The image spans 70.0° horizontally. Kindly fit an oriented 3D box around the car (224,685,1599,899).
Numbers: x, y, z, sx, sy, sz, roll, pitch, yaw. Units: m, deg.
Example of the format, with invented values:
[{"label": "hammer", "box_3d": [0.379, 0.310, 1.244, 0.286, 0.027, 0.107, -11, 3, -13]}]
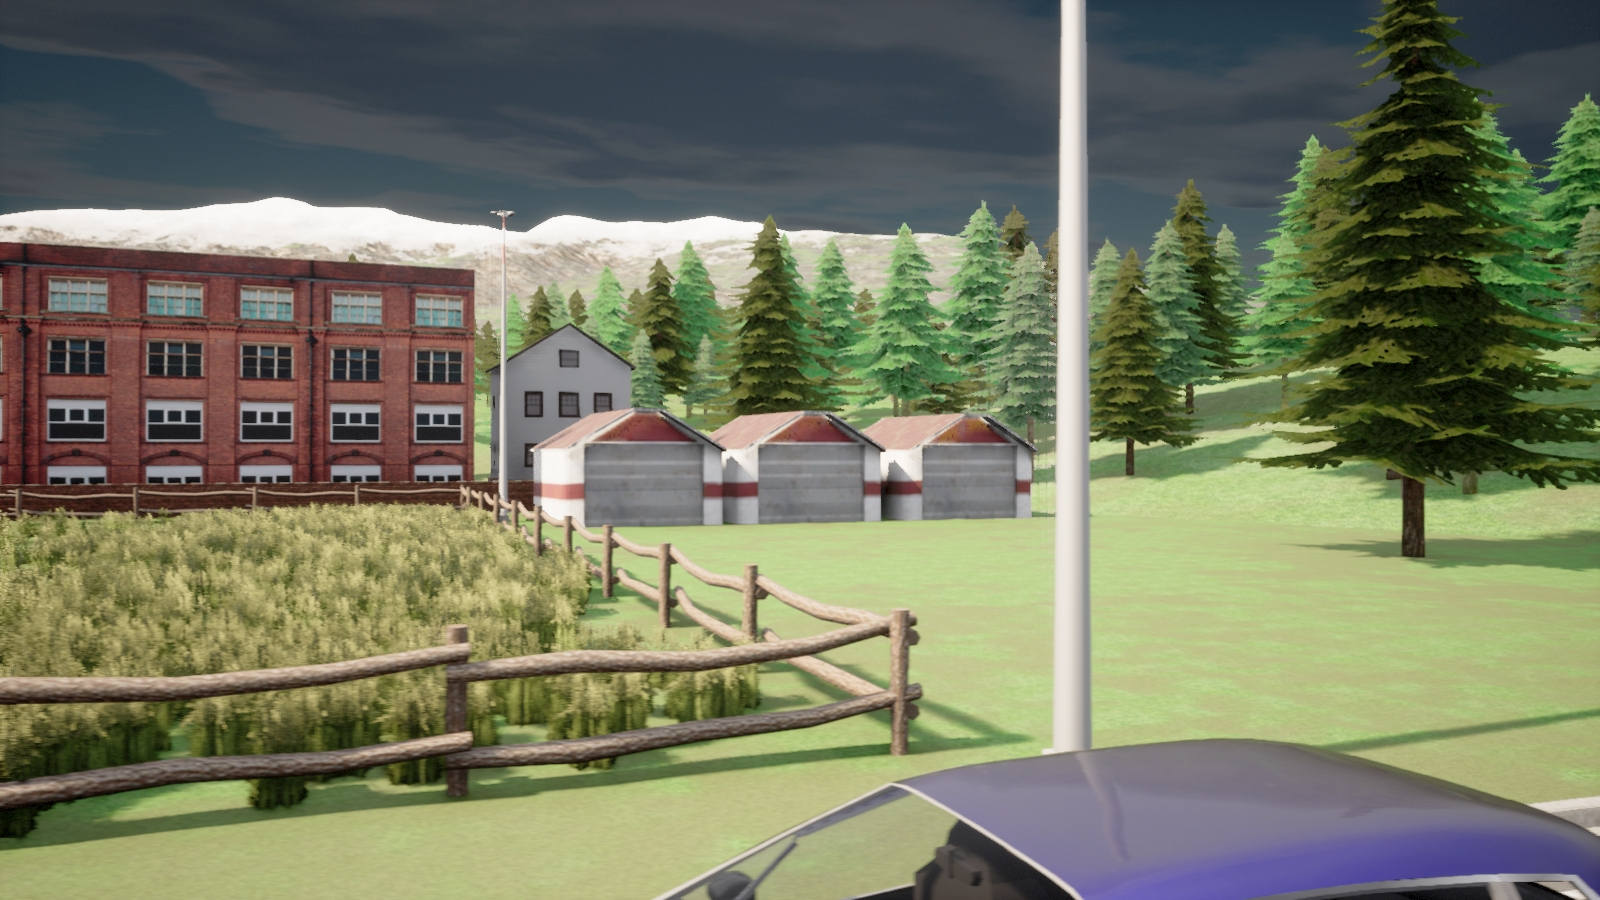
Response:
[{"label": "car", "box_3d": [0.695, 1.973, 3.718, 4.611, 1.667, 2.242, 0, 0, -21]}]
